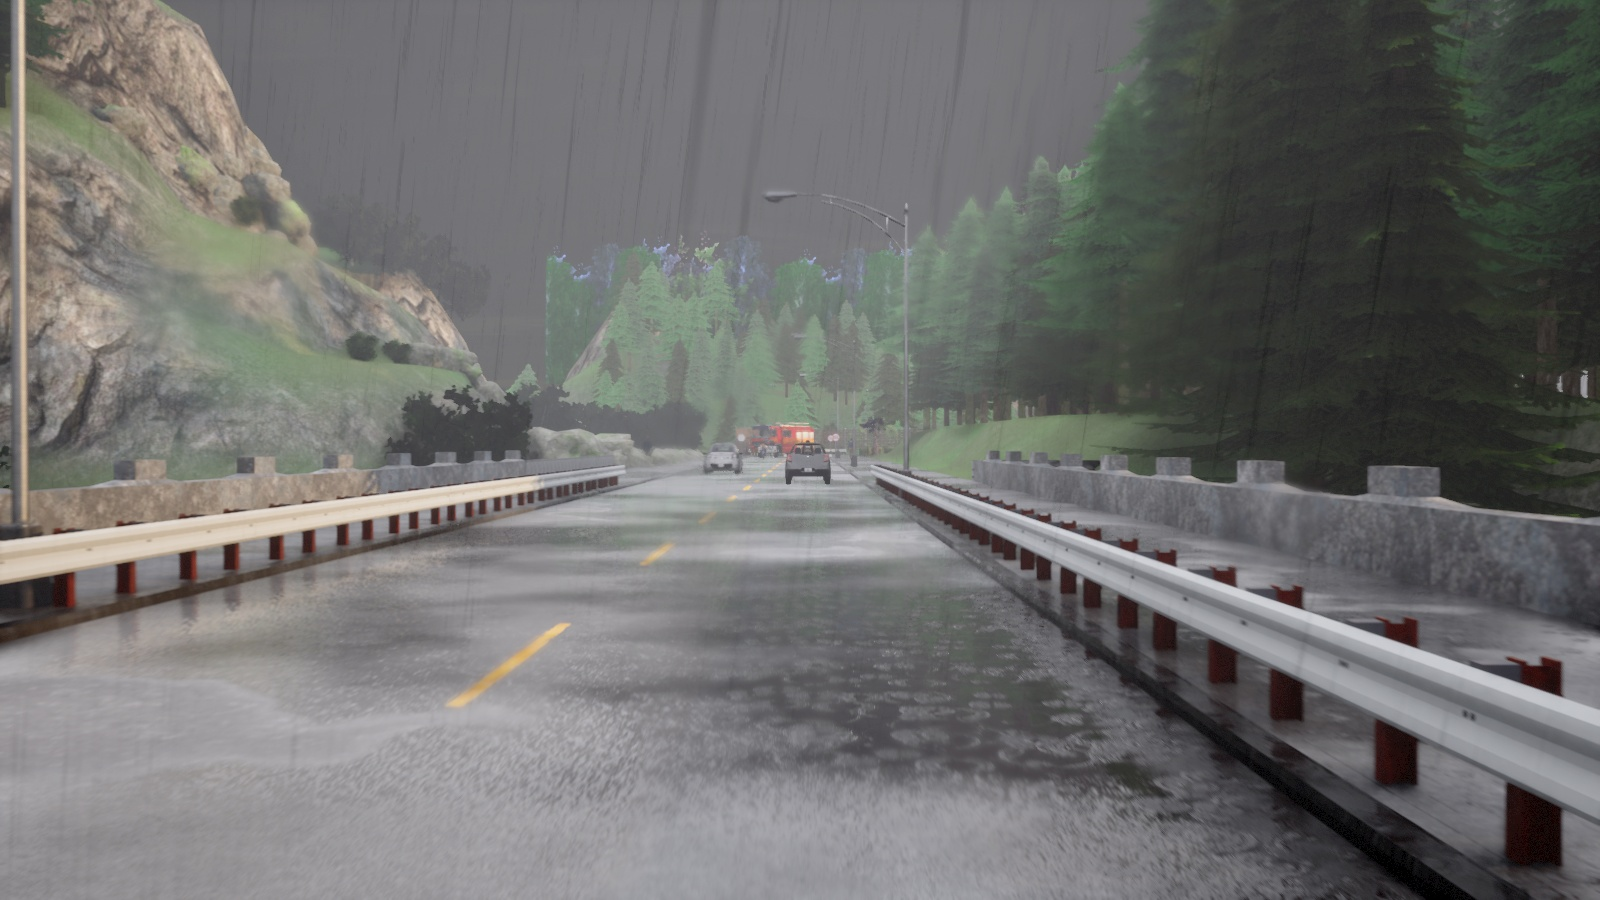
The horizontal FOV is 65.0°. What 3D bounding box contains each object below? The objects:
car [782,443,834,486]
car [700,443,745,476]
[{"bbox_3d":[0.291,0.499,46.524,1.845,1.501,3.633,0,0,0],"label":"car"},{"bbox_3d":[-3.634,0.423,59.390,1.845,1.501,3.633,0,0,0],"label":"car"}]
